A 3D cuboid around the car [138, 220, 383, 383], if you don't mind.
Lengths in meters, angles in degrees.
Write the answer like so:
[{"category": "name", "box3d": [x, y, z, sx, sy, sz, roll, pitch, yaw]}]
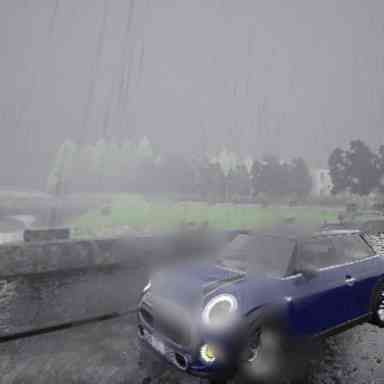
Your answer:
[{"category": "car", "box3d": [1.406, 1.406, 5.599, 4.553, 1.767, 2.097, 1, 0, -35]}]
